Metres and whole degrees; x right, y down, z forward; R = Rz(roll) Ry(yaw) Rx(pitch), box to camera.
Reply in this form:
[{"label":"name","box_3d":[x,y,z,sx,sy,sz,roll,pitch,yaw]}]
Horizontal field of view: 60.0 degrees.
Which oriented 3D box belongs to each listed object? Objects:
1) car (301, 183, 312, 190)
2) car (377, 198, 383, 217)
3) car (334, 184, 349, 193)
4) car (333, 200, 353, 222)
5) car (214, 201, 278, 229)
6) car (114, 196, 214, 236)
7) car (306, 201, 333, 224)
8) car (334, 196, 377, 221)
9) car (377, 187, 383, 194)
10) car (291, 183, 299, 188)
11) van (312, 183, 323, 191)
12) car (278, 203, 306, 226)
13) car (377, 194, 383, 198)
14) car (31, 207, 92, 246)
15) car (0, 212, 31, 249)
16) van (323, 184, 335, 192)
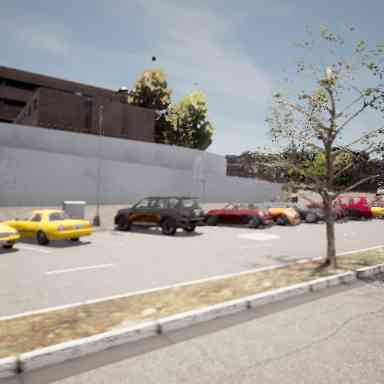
[{"label":"car","box_3d":[30.536,-1.367,85.586,1.946,1.575,5.366,7,3,35]},{"label":"car","box_3d":[15.077,1.658,31.154,5.366,1.575,1.946,-1,-1,35]},{"label":"car","box_3d":[35.592,-0.550,78.016,2.231,1.521,4.892,7,3,35]},{"label":"car","box_3d":[10.311,1.641,27.583,4.792,1.488,2.163,-1,-1,35]},{"label":"car","box_3d":[3.029,1.423,22.330,4.553,1.767,2.185,-1,-1,35]},{"label":"car","box_3d":[-1.913,1.268,18.881,5.566,2.045,2.435,-1,-1,35]},{"label":"car","box_3d":[7.891,1.591,25.837,4.892,1.521,2.231,-1,-1,35]},{"label":"car","box_3d":[12.758,1.384,29.328,5.566,2.045,2.435,-1,-1,35]},{"label":"car","box_3d":[40.797,0.016,70.626,2.435,2.045,5.566,7,3,35]},{"label":"car","box_3d":[28.707,-1.600,87.908,2.002,1.452,4.674,7,3,35]},{"label":"van","box_3d":[32.109,-1.322,82.854,1.878,1.987,4.442,8,3,35]},{"label":"car","box_3d":[5.425,1.443,24.113,4.553,1.767,2.185,-1,-1,35]},{"label":"car","box_3d":[20.114,1.457,34.538,5.566,2.045,2.435,-1,-1,35]},{"label":"car","box_3d":[-6.927,1.499,15.490,5.366,1.575,1.946,-1,-1,35]},{"label":"car","box_3d":[-9.061,1.488,13.544,5.366,1.575,1.946,-1,-1,35]},{"label":"van","box_3d":[33.836,-1.049,80.381,1.878,1.987,4.442,7,3,35]}]
